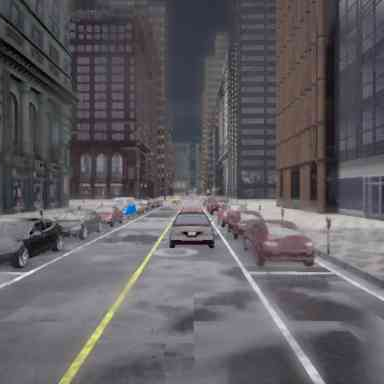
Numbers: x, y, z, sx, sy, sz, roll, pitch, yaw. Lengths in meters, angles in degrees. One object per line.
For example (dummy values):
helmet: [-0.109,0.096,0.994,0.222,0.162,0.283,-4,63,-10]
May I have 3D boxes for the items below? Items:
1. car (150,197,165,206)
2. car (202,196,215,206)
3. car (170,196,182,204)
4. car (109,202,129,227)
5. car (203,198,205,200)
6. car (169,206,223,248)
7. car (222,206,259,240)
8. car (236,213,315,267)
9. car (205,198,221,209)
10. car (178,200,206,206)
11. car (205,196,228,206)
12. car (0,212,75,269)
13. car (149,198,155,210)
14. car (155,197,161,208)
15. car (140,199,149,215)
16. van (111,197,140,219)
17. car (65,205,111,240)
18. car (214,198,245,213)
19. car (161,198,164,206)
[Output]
car: [-5.766,1.576,56.224,2.008,1.369,4.403,0,0,0]
car: [2.758,1.465,56.226,1.967,1.590,4.097,0,0,0]
car: [-3.000,1.545,62.651,1.882,1.535,5.008,0,0,0]
car: [-5.765,1.581,22.405,1.802,1.307,4.206,0,0,0]
car: [2.758,1.324,39.318,2.192,1.841,5.009,0,0,0]
car: [0.000,1.561,14.650,2.033,1.411,5.357,0,0,0]
car: [2.760,1.579,16.774,1.802,1.307,4.206,0,0,0]
car: [2.760,1.579,11.137,1.802,1.307,4.206,0,0,0]
car: [2.759,1.580,44.954,1.947,1.339,4.313,0,0,0]
car: [0.000,1.620,29.681,1.895,1.301,4.718,0,0,0]
car: [2.758,1.320,33.681,2.192,1.841,5.009,0,0,0]
car: [-5.765,1.563,11.131,1.947,1.339,4.313,0,0,0]
car: [-5.766,1.591,39.315,1.802,1.307,4.206,0,0,0]
car: [-5.766,1.580,44.951,1.947,1.339,4.313,0,0,0]
car: [-5.766,1.530,33.508,1.752,1.417,4.829,0,0,0]
van: [-5.767,1.343,28.042,1.690,1.788,3.998,0,0,0]
car: [-5.766,1.548,16.768,2.008,1.369,4.403,0,0,0]
car: [2.759,1.439,22.410,1.967,1.590,4.097,0,0,0]
car: [-5.766,1.585,50.588,1.947,1.339,4.313,0,0,0]
